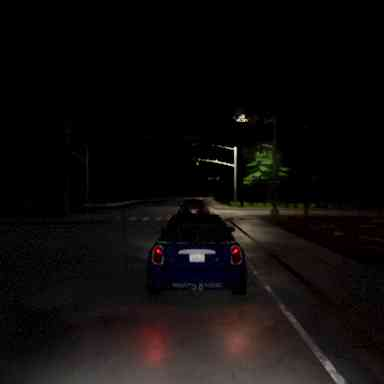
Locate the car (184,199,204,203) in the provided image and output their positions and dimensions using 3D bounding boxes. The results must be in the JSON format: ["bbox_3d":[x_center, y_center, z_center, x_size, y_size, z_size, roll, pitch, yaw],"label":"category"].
[{"bbox_3d":[0.107,1.280,23.564,2.097,1.767,4.553,0,0,0],"label":"car"}]

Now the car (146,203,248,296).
[{"bbox_3d":[0.102,1.325,8.742,2.097,1.767,4.553,0,0,0],"label":"car"}]
